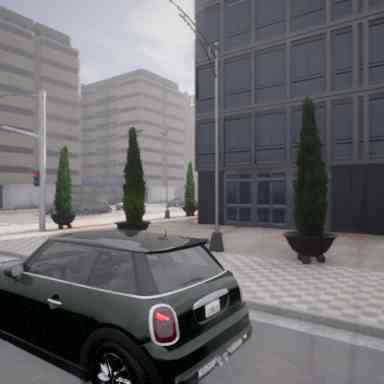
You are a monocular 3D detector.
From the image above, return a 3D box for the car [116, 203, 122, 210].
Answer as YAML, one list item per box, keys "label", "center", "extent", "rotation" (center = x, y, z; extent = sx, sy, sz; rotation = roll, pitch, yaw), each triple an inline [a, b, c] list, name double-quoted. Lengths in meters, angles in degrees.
- label: "car"
  center: [-8.061, 1.685, 44.233]
  extent: [1.812, 1.442, 4.674]
  rotation: [0, 0, 35]

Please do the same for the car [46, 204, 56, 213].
- label: "car"
  center: [-13.959, 1.664, 35.895]
  extent: [1.837, 1.490, 4.892]
  rotation: [0, 0, 35]

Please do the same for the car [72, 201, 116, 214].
- label: "car"
  center: [-10.396, 1.711, 34.524]
  extent: [1.994, 1.385, 4.181]
  rotation: [0, 0, 35]

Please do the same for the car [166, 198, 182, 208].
- label: "car"
  center: [-2.111, 1.664, 52.651]
  extent: [1.837, 1.490, 4.892]
  rotation: [0, 0, 35]

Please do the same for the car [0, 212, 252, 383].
- label: "car"
  center: [-1.493, 1.364, 5.059]
  extent: [4.553, 1.767, 2.097]
  rotation: [0, 0, 35]

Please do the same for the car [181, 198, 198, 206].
- label: "car"
  center: [0.907, 1.748, 50.544]
  extent: [1.895, 1.301, 4.718]
  rotation: [0, 0, 35]
